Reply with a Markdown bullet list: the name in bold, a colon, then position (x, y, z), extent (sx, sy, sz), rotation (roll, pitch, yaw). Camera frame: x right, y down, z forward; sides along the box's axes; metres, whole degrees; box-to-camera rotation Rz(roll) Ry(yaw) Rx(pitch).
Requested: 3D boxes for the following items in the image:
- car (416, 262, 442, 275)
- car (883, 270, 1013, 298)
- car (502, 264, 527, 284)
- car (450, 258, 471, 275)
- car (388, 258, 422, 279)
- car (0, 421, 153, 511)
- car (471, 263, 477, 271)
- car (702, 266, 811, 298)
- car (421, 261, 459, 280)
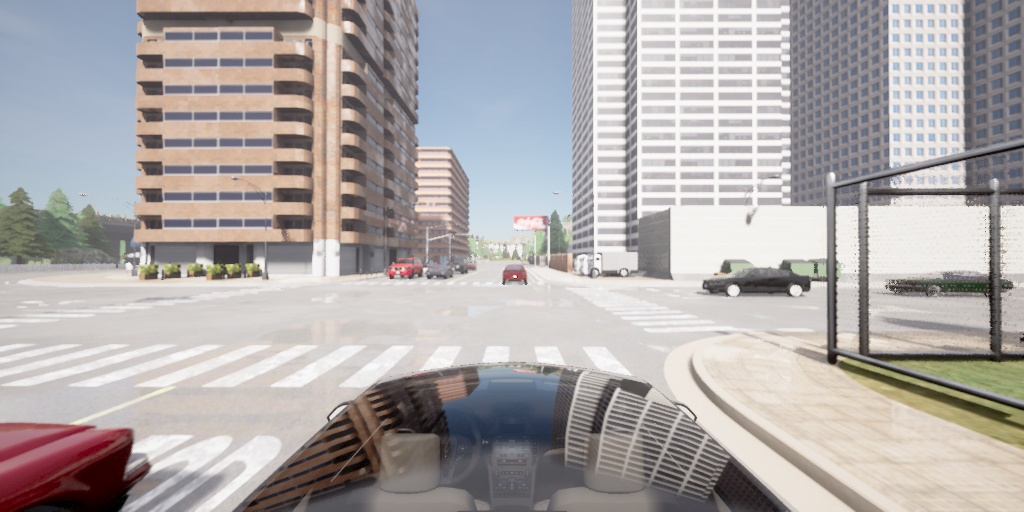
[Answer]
- **car**: position (-10.388, 1.526, 45.412), extent (2.128, 1.511, 4.902), rotation (0, 0, 0)
- **car**: position (22.284, 1.408, 18.508), extent (4.718, 1.301, 1.895), rotation (0, 0, 0)
- **car**: position (0.226, 1.409, 29.426), extent (1.882, 1.535, 5.008), rotation (0, 0, 0)
- **car**: position (-6.889, 1.256, 45.301), extent (2.150, 2.045, 5.566), rotation (0, 0, 1)
- **car**: position (-10.430, 1.192, 35.565), extent (2.150, 2.045, 5.566), rotation (0, 0, 0)
- **car**: position (-3.444, 1.341, 0.315), extent (1.895, 1.301, 4.718), rotation (0, 0, 0)
- **car**: position (-6.779, 1.714, 57.325), extent (1.895, 1.301, 4.718), rotation (0, 0, 1)
- **car**: position (12.502, 1.284, 18.536), extent (5.008, 1.535, 1.882), rotation (0, 0, 0)
- **car**: position (-6.937, 1.515, 35.111), extent (2.033, 1.411, 5.357), rotation (0, 0, 0)
